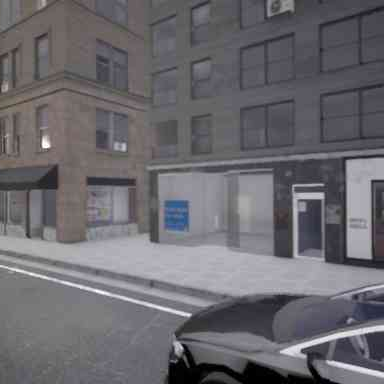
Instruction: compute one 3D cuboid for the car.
[{"bbox_3d":[1.978,1.491,2.581,4.902,1.511,2.128,0,0,36],"label":"car"}]
